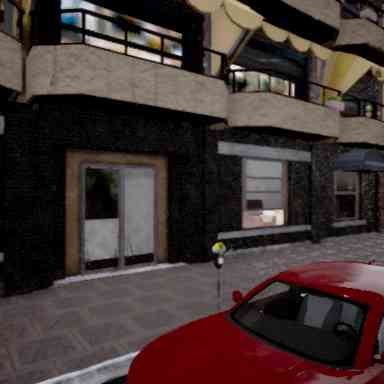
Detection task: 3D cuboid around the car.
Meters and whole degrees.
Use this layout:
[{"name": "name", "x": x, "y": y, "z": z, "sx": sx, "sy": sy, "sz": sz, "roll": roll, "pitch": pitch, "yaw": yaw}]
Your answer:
[{"name": "car", "x": 1.506, "y": 1.500, "z": 3.487, "sx": 4.507, "sy": 1.381, "sz": 1.887, "roll": -1, "pitch": 2, "yaw": -35}]
